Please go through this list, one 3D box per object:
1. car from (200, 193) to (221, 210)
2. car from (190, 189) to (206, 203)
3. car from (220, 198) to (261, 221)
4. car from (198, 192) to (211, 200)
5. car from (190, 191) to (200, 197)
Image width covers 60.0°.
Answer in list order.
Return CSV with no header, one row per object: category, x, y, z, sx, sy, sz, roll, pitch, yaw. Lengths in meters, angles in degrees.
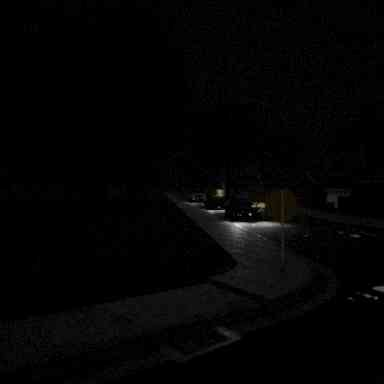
car,2.510,1.132,36.808,2.033,1.411,5.357,-1,1,-6
car,0.891,0.584,52.719,2.150,2.045,5.566,-1,1,-5
car,3.723,1.250,25.081,1.837,1.490,4.892,-1,1,-6
car,2.407,0.740,65.393,1.895,1.301,4.718,-1,1,-6
car,0.759,0.394,81.263,1.812,1.442,4.674,-1,1,-6
